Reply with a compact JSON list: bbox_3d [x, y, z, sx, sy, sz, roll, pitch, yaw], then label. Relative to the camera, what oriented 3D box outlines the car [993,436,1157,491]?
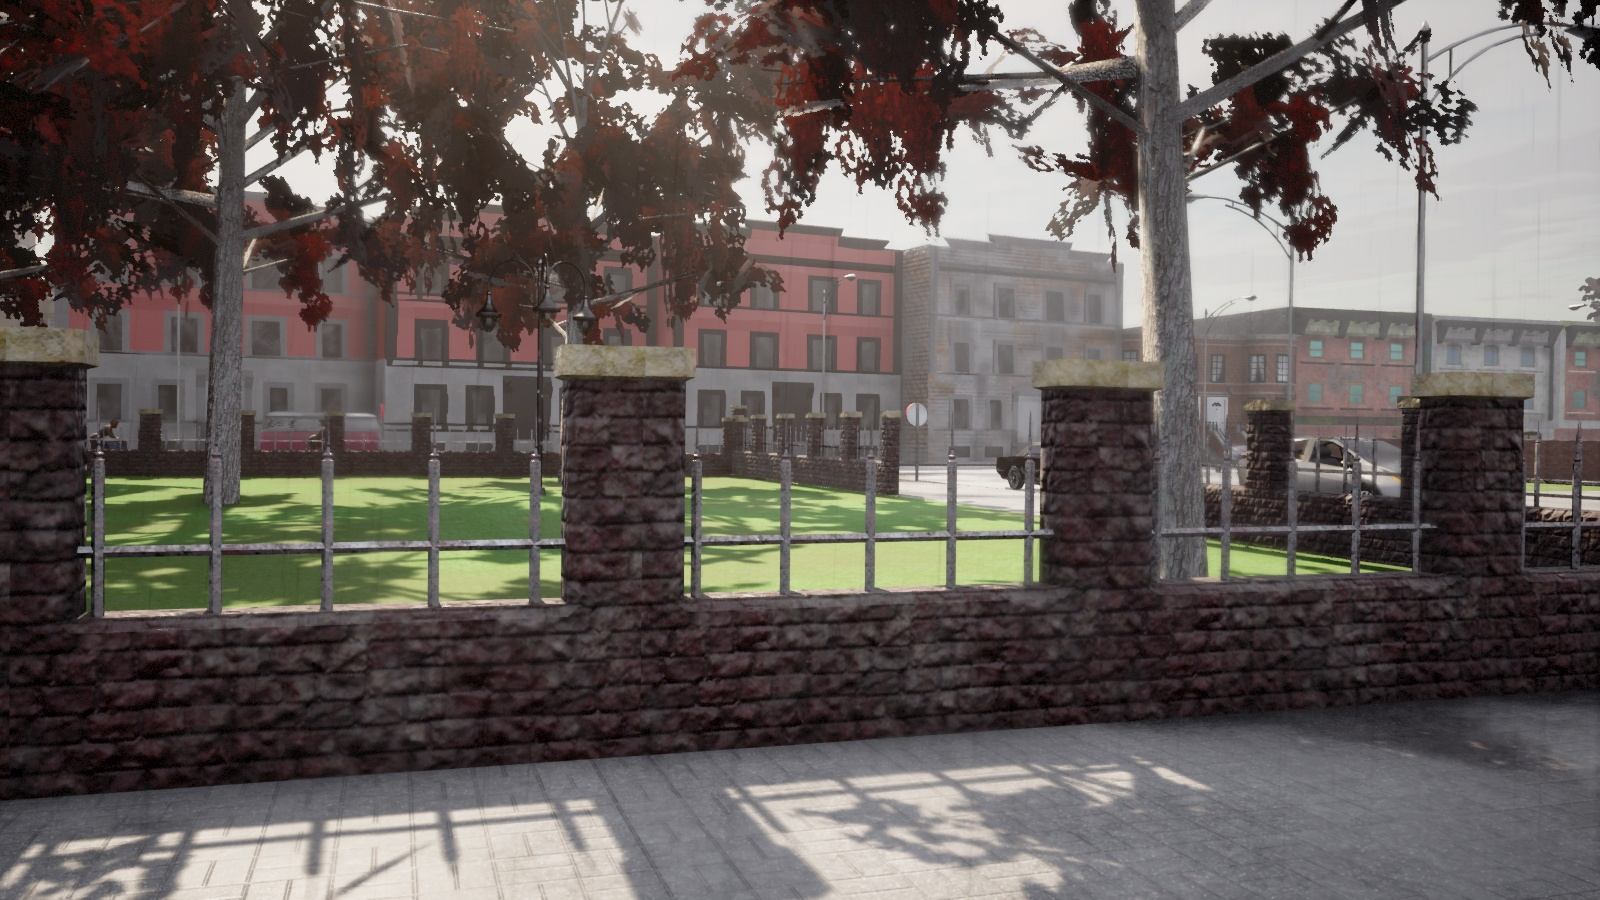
[{"bbox_3d":[6.994,0.294,32.525,1.895,1.301,4.718,-1,1,-20],"label":"car"}]

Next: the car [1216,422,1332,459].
[{"bbox_3d":[22.012,-0.459,58.345,4.856,1.649,2.033,-1,1,-18],"label":"car"}]

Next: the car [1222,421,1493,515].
[{"bbox_3d":[10.067,0.260,23.108,2.007,1.525,4.514,-1,1,-20],"label":"car"}]

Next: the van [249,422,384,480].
[{"bbox_3d":[-17.444,-0.002,45.547,4.442,1.987,1.775,-1,1,-18],"label":"van"}]
